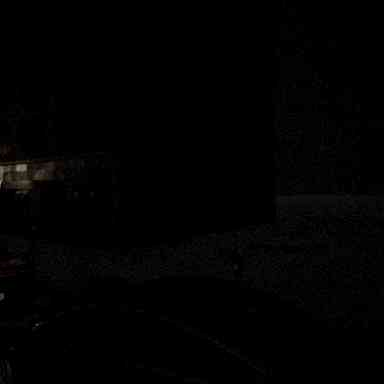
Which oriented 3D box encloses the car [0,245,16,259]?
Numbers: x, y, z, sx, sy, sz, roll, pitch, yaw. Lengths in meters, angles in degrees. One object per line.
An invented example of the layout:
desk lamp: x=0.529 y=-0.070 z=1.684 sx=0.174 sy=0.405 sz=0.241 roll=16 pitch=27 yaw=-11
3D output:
car: x=-4.900 y=1.538 z=6.574 sx=4.507 sy=1.381 sz=1.887 roll=0 pitch=0 yaw=36

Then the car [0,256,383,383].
car: x=-0.401 y=1.564 z=3.365 sx=4.313 sy=1.339 sz=1.947 roll=0 pitch=0 yaw=36
